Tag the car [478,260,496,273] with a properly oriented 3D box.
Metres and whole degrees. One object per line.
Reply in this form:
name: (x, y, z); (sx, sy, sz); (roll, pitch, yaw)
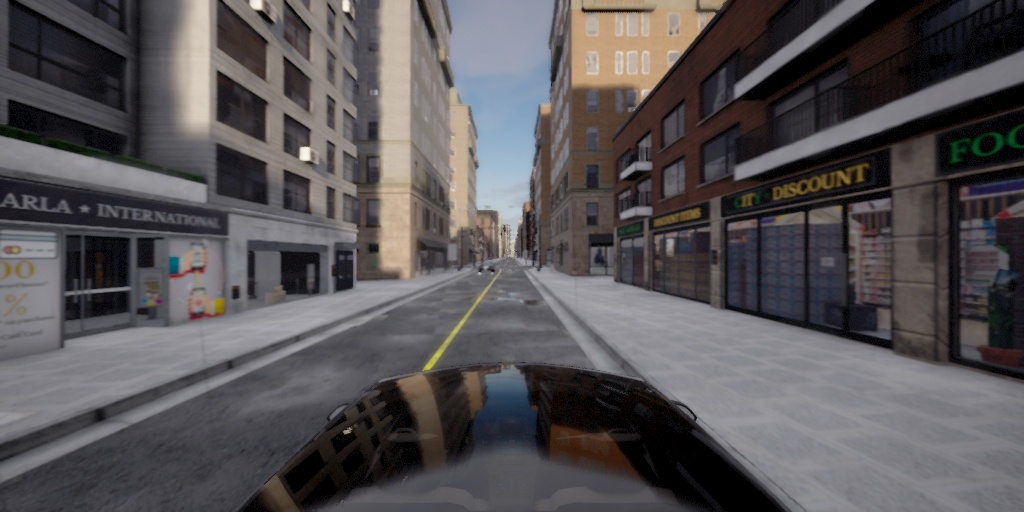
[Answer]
car: (-3.019, 1.205, 43.562); (2.128, 1.511, 4.902); (0, 0, 0)
